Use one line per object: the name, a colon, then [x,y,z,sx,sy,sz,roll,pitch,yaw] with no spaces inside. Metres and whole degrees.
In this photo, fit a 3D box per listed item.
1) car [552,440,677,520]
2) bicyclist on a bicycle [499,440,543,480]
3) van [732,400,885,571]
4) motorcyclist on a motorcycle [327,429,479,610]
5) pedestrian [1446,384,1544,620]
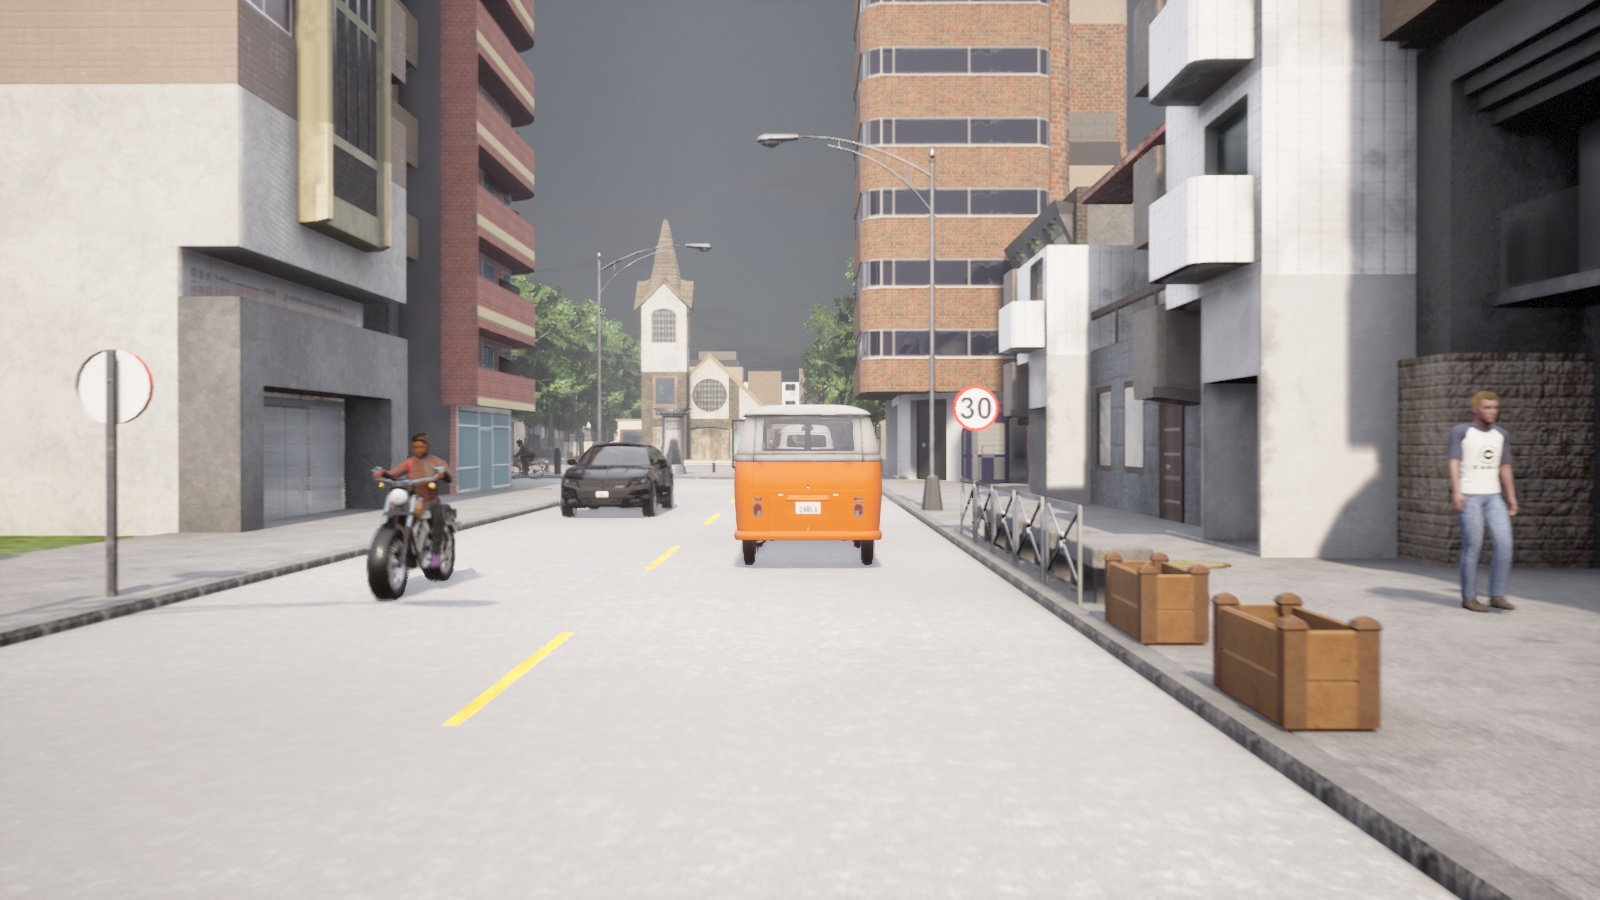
car: [-3.832,0.570,26.786,1.882,1.535,5.008,0,0,0]
bicyclist on a bicycle: [-11.319,0.403,50.947,1.656,1.620,0.582,0,1,7]
van: [0.108,0.405,16.816,1.775,1.987,4.442,0,0,0]
motorcyclist on a motorcycle: [-3.915,0.623,12.605,0.766,1.649,2.350,0,0,0]
pedestrian: [5.603,0.403,10.147,0.354,1.836,0.706,0,0,-4]
